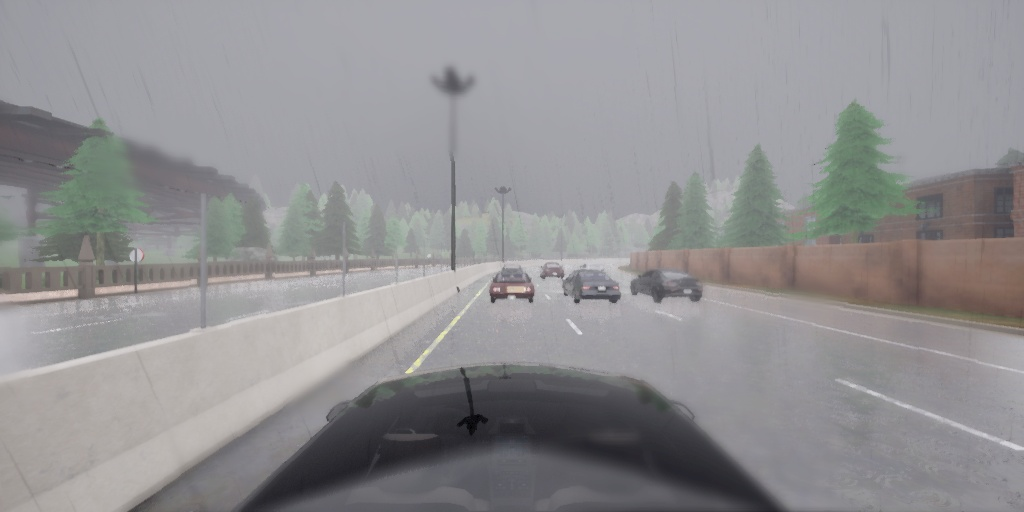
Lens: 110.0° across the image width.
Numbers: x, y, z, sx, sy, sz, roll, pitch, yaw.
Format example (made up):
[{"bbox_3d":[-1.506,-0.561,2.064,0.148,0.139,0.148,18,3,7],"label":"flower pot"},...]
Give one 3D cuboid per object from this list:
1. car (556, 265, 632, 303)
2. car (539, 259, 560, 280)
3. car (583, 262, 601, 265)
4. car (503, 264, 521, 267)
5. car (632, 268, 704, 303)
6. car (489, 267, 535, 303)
[{"bbox_3d":[3.500,1.310,16.500,2.033,1.411,5.357,0,0,0],"label":"car"},{"bbox_3d":[3.500,1.280,31.500,1.812,1.442,4.674,0,0,0],"label":"car"},{"bbox_3d":[7.000,1.281,31.500,1.812,1.442,4.674,0,0,0],"label":"car"},{"bbox_3d":[0.000,1.364,31.530,1.895,1.301,4.718,0,0,0],"label":"car"},{"bbox_3d":[7.000,1.280,16.500,1.812,1.442,4.674,0,0,0],"label":"car"},{"bbox_3d":[0.000,1.363,16.530,1.895,1.301,4.718,0,0,0],"label":"car"}]
